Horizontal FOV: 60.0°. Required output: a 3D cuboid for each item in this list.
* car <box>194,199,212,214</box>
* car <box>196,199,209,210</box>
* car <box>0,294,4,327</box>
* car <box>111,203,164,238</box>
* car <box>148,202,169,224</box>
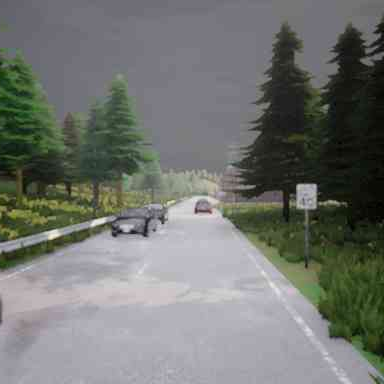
[{"bbox_3d":[1.287,1.774,38.400,1.994,1.385,4.181,0,0,2],"label":"car"},{"bbox_3d":[1.582,1.769,48.306,1.837,1.490,4.892,0,0,2],"label":"car"},{"bbox_3d":[-3.549,1.541,2.814,1.812,1.442,4.674,0,0,2],"label":"car"},{"bbox_3d":[-3.038,1.591,18.306,2.128,1.511,4.902,0,0,2],"label":"car"},{"bbox_3d":[-2.747,1.463,24.391,1.812,1.442,4.674,0,0,2],"label":"car"}]
